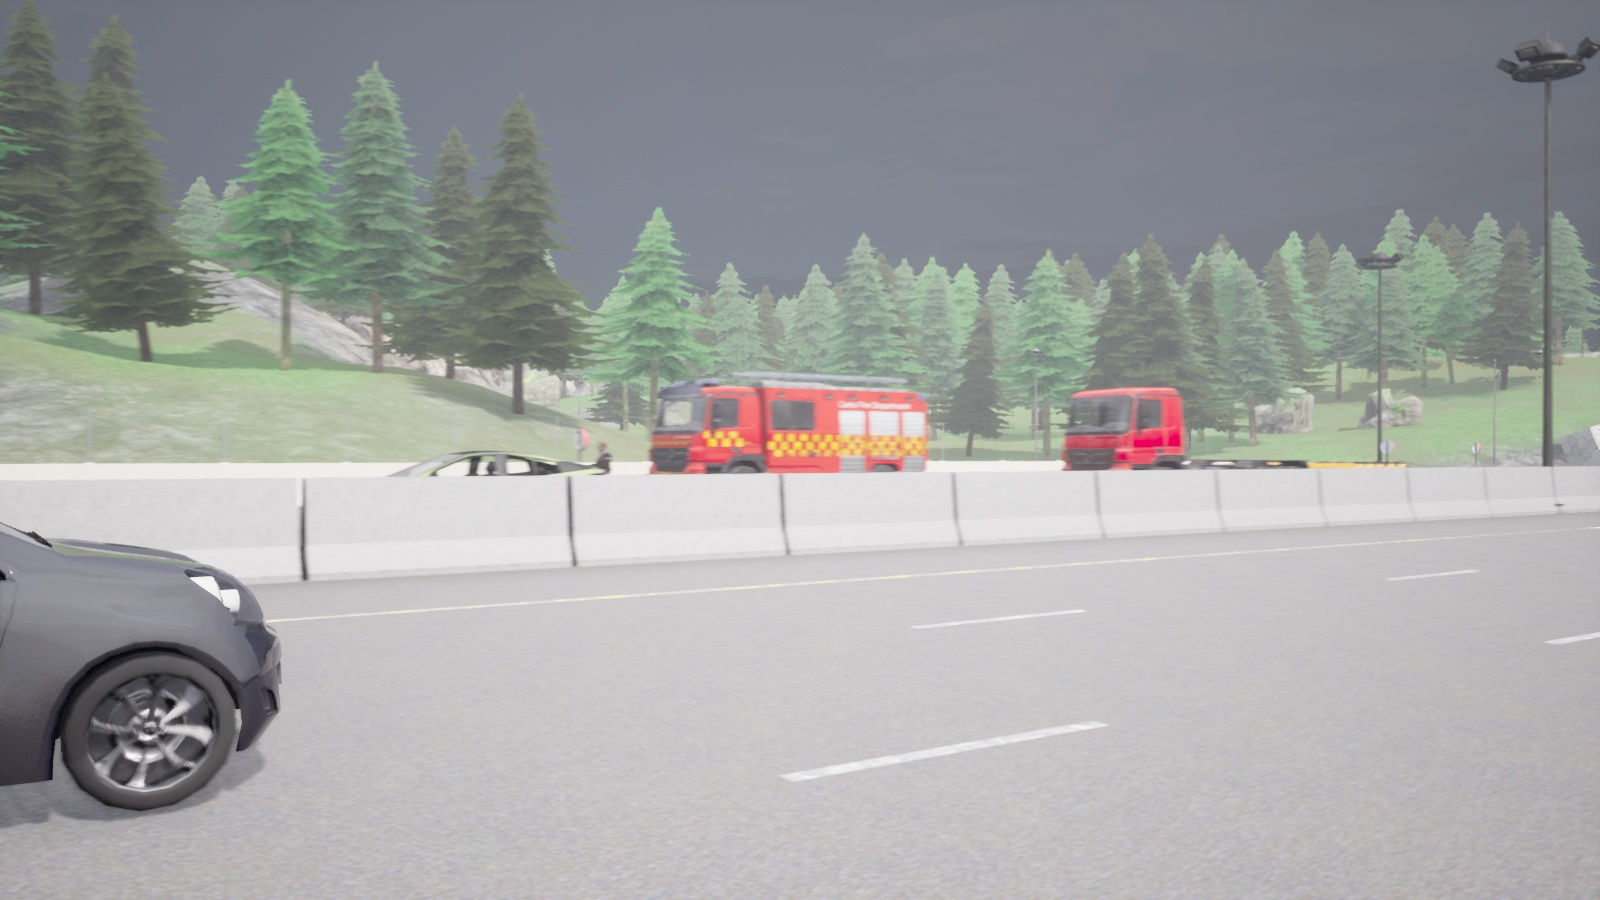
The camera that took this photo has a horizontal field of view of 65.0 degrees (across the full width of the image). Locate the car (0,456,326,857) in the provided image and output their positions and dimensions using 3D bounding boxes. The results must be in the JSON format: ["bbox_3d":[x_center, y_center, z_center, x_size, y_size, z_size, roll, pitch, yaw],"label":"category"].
[{"bbox_3d":[-4.051,0.780,5.103,3.633,1.501,1.845,0,0,-35],"label":"car"}]

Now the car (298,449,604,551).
[{"bbox_3d":[-5.773,0.754,20.962,4.514,1.525,2.007,0,0,-35],"label":"car"}]

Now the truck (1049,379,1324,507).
[{"bbox_3d":[11.456,-0.176,37.056,7.936,3.462,2.891,0,0,-26],"label":"truck"}]

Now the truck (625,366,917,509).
[{"bbox_3d":[-0.707,-0.331,37.286,8.468,3.827,2.891,0,0,-35],"label":"truck"}]
